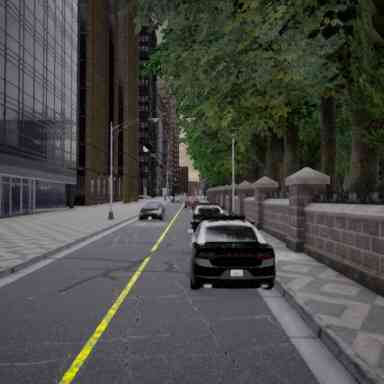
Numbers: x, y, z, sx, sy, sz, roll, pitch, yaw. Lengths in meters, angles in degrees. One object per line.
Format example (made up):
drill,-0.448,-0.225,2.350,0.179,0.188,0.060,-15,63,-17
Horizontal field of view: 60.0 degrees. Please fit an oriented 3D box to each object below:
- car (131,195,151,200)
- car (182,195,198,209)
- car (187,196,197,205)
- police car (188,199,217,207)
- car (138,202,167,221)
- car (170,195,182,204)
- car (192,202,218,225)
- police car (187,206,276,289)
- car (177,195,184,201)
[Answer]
car,-14.610,1.574,93.534,4.403,1.369,2.008,0,-1,0
car,0.049,1.366,46.657,2.097,1.767,4.553,0,0,1
car,0.019,1.556,61.411,1.812,1.442,4.674,0,0,0
police car,0.906,1.426,19.275,1.930,1.638,5.238,0,0,0
car,-3.091,1.549,27.063,2.033,1.411,5.357,0,0,0
car,-3.028,1.537,64.143,1.837,1.490,4.892,0,0,1
car,0.908,1.527,25.167,1.812,1.442,4.674,0,0,0
police car,0.903,1.426,9.273,1.930,1.638,5.238,0,0,0
car,-2.975,1.590,86.184,1.837,1.490,4.892,0,0,0
